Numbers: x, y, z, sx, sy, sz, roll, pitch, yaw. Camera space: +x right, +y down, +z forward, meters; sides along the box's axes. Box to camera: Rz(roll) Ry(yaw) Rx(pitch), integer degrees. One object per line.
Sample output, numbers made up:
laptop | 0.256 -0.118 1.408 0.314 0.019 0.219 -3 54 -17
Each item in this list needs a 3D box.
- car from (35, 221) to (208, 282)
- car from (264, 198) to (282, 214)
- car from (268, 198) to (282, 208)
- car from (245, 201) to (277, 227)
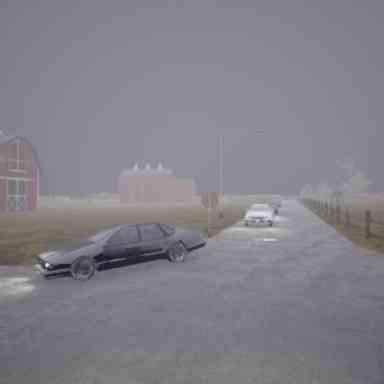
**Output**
car | -2.084 1.703 10.744 5.357 1.411 2.033 -4 0 -33
car | 8.550 1.635 36.649 2.128 1.511 4.902 0 0 17
car | 13.051 1.718 52.114 1.837 1.490 4.892 0 -1 16
car | 4.956 1.619 24.105 1.812 1.442 4.674 0 0 16
